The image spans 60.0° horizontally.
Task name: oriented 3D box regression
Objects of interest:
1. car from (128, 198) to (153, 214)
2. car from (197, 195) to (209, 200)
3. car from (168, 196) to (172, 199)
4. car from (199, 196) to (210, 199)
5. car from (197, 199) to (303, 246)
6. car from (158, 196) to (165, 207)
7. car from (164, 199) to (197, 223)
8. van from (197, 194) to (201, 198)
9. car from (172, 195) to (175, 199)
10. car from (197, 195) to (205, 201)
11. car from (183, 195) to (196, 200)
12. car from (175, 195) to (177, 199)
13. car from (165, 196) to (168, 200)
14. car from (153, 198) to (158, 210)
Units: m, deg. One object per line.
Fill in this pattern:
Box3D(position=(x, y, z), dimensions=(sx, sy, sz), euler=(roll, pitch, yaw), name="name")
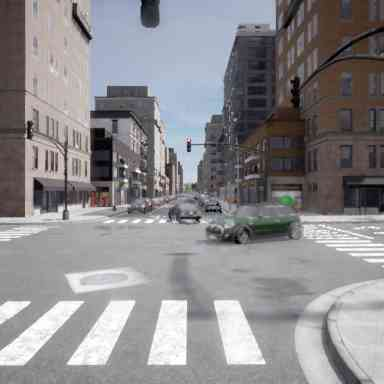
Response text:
Box3D(position=(-5.764, 1.478, 36.143), dimensions=(1.967, 1.590, 4.097), euler=(0, 0, 0), name="car")
Box3D(position=(2.247, 1.634, 52.682), dimensions=(1.947, 1.339, 4.313), euler=(0, 0, 0), name="car")
Box3D(position=(-5.793, 1.548, 69.207), dimensions=(1.967, 1.590, 4.097), euler=(0, 0, 0), name="car")
Box3D(position=(2.252, 1.639, 47.172), dimensions=(1.802, 1.307, 4.206), euler=(0, 0, 0), name="car")
Box3D(position=(2.843, 1.338, 15.292), dimensions=(4.553, 1.767, 2.097), euler=(0, 0, -28), name="car")
Box3D(position=(-5.778, 1.650, 52.675), dimensions=(1.802, 1.307, 4.206), euler=(0, 0, 0), name="car")
Box3D(position=(-0.590, 1.570, 26.239), dimensions=(2.033, 1.411, 5.357), euler=(0, 0, -13), name="car")
Box3D(position=(2.242, 1.421, 58.193), dimensions=(1.690, 1.788, 3.998), euler=(0, 0, 0), name="van")
Box3D(position=(-5.802, 1.690, 80.229), dimensions=(2.008, 1.369, 4.403), euler=(0, 0, 0), name="car")
Box3D(position=(2.218, 1.595, 85.747), dimensions=(1.967, 1.590, 4.097), euler=(0, 0, 0), name="car")
Box3D(position=(-0.299, 1.695, 63.773), dimensions=(1.895, 1.301, 4.718), euler=(0, 0, 0), name="car")
Box3D(position=(-5.811, 1.716, 91.251), dimensions=(1.887, 1.381, 4.507), euler=(0, 0, 0), name="car")
Box3D(position=(-5.783, 1.631, 58.186), dimensions=(2.008, 1.369, 4.403), euler=(0, 0, 0), name="car")
Box3D(position=(-5.768, 1.487, 41.654), dimensions=(1.967, 1.590, 4.097), euler=(0, 0, 0), name="car")
